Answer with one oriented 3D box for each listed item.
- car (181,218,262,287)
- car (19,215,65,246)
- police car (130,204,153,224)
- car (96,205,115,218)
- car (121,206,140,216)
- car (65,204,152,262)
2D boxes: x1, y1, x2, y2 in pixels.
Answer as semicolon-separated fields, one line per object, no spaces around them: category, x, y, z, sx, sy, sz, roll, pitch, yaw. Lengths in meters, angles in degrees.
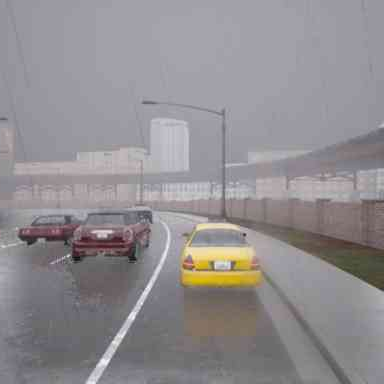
car;0.653;1.511;9.366;1.801;1.575;5.366;0;-1;1
car;-6.408;1.754;16.146;1.895;1.301;4.718;0;-1;-3
police car;-4.723;1.958;30.557;1.930;1.638;5.238;0;-2;-10
car;-11.193;2.439;42.738;2.033;1.411;5.357;0;-2;-18
car;-8.598;2.565;45.888;1.895;1.301;4.718;0;-2;-19
car;-2.848;1.445;12.633;2.097;1.767;4.553;0;-1;0
